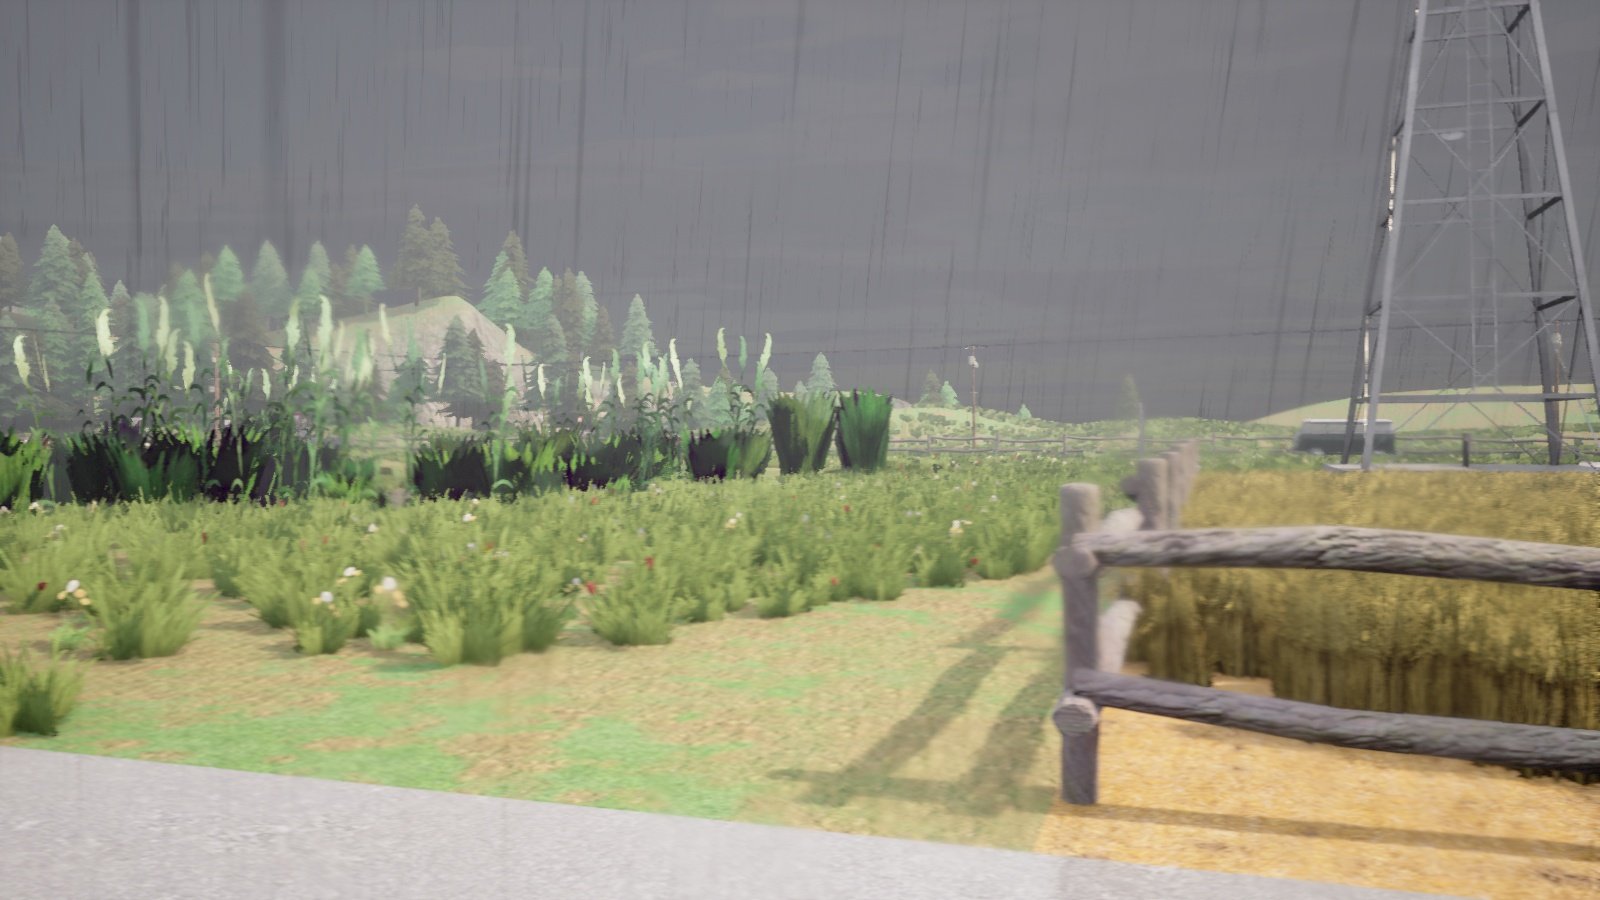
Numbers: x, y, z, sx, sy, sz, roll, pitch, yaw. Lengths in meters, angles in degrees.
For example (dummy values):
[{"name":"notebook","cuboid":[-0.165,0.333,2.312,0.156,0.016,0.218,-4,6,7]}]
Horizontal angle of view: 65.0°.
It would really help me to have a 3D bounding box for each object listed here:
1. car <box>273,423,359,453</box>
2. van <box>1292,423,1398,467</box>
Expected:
[{"name":"car","cuboid":[-28.678,-0.685,74.549,2.242,1.667,4.611,1,0,21]},{"name":"van","cuboid":[25.218,-0.258,58.192,4.442,1.987,1.775,1,1,24]}]
